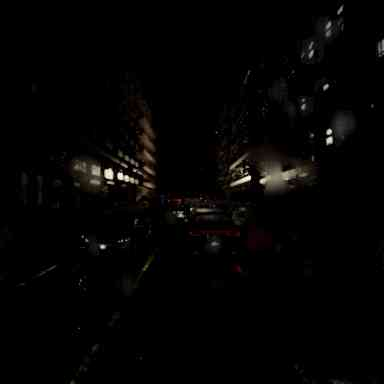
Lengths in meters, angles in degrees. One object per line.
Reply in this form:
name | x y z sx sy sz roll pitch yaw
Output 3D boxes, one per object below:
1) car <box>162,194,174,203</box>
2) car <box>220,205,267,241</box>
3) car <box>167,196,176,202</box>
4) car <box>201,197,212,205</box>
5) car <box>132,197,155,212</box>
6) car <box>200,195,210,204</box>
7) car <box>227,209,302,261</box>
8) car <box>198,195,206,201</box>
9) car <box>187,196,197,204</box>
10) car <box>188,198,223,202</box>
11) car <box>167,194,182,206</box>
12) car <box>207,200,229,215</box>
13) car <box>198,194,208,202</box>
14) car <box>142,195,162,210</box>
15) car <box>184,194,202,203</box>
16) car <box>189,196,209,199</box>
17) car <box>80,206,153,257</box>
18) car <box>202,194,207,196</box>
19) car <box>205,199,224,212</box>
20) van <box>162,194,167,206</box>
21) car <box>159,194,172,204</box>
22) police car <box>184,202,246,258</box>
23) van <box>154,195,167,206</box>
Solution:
car | -5.260 1.378 73.012 2.192 1.841 5.009 1 0 0
car | 2.593 1.516 17.812 1.752 1.417 4.829 1 0 0
car | -5.262 1.661 84.074 1.947 1.339 4.313 1 0 0
car | 2.610 1.581 61.886 1.887 1.381 4.507 1 0 0
car | -5.281 1.523 34.129 1.752 1.417 4.829 2 0 0
car | 2.622 1.489 67.418 1.967 1.590 4.097 1 0 0
car | 2.590 1.537 12.110 1.887 1.381 4.507 1 0 0
car | 2.589 1.555 89.543 1.967 1.590 4.097 1 0 0
car | 0.027 1.517 63.504 1.882 1.535 5.008 0 0 0
car | 0.835 1.447 22.972 1.801 1.575 5.366 0 0 0
car | -2.798 1.371 53.677 2.097 1.767 4.553 0 0 0
car | 2.599 1.542 34.233 1.887 1.381 4.507 1 0 0
car | 2.588 1.393 78.480 2.192 1.841 5.009 1 0 0
car | -5.273 1.317 39.831 2.192 1.841 5.009 2 0 0
car | 0.021 1.234 48.619 2.150 2.045 5.566 0 0 0
car | 0.838 1.449 28.975 1.801 1.575 5.366 0 0 0
car | -2.844 1.496 13.015 1.837 1.490 4.892 0 0 0
car | 2.608 1.569 56.356 1.887 1.381 4.507 1 0 0
car | 2.601 1.552 39.764 2.008 1.369 4.403 1 0 0
van | -5.269 1.355 50.889 1.690 1.788 3.998 2 0 0
car | -5.263 1.364 67.482 2.192 1.841 5.009 1 0 0
police car | 0.715 1.417 12.886 1.930 1.638 5.238 0 0 0
van | -5.268 1.366 56.421 1.690 1.788 3.998 1 0 0
